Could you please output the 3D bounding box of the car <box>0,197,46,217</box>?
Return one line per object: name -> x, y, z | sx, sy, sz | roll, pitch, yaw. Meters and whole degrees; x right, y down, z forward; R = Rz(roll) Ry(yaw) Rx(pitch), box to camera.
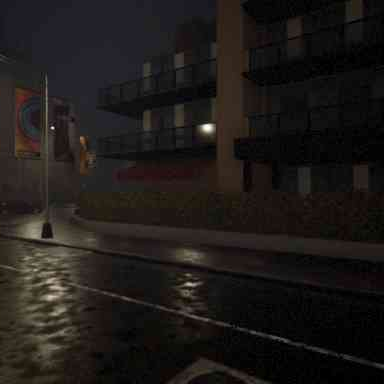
car -> -16.330, 1.502, 30.925 | 1.837, 1.490, 4.892 | 0, 0, 35
